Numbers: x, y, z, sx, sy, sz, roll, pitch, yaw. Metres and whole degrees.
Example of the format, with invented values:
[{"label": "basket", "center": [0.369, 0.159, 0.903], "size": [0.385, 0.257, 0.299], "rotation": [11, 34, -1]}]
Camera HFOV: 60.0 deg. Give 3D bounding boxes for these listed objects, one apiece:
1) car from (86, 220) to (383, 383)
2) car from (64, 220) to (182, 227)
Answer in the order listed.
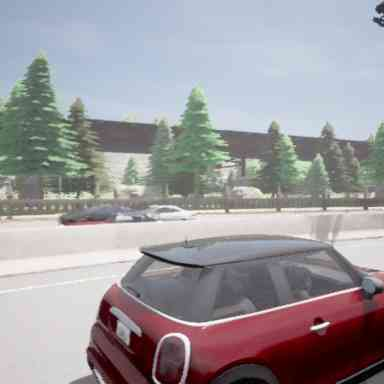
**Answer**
[{"label": "car", "center": [1.117, 1.346, 4.302], "size": [4.553, 1.767, 2.097], "rotation": [0, 0, -34]}, {"label": "car", "center": [-3.069, 1.554, 14.327], "size": [4.718, 1.301, 1.895], "rotation": [0, 0, -32]}]
